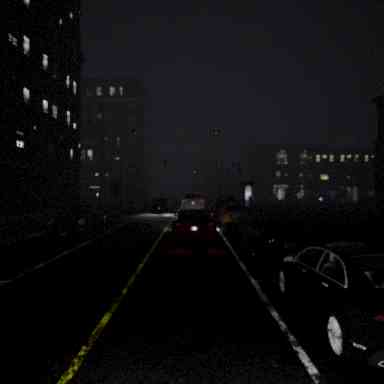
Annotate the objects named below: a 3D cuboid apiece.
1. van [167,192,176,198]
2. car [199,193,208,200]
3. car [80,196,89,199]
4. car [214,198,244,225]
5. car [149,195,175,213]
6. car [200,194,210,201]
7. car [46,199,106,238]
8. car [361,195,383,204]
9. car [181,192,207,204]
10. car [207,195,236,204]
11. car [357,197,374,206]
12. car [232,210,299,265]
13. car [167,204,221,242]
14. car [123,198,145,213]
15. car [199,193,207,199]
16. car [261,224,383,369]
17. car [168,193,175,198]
[{"bbox_3d":[-5.705,0.842,88.371,1.690,1.788,3.998,0,0,0],"label":"van"},{"bbox_3d":[2.678,0.994,76.978,1.967,1.590,4.097,0,0,0],"label":"car"},{"bbox_3d":[-17.280,0.963,47.560,5.009,1.841,2.192,0,0,0],"label":"car"},{"bbox_3d":[2.687,1.383,22.421,1.752,1.417,4.829,0,0,0],"label":"car"},{"bbox_3d":[-3.065,1.297,33.263,1.837,1.490,4.892,0,0,0],"label":"car"},{"bbox_3d":[2.679,1.131,71.282,2.008,1.369,4.403,0,0,0],"label":"car"},{"bbox_3d":[-5.693,1.334,16.711,1.967,1.590,4.097,0,0,0],"label":"car"},{"bbox_3d":[31.436,1.320,56.296,4.829,1.417,1.752,0,0,0],"label":"car"},{"bbox_3d":[0.097,1.017,32.319,2.150,2.045,5.566,0,0,0],"label":"car"},{"bbox_3d":[2.686,1.139,27.790,2.192,1.841,5.009,0,0,0],"label":"car"},{"bbox_3d":[26.144,1.368,47.825,4.507,1.381,1.887,0,0,0],"label":"car"},{"bbox_3d":[2.688,1.495,11.172,1.947,1.339,4.313,0,0,0],"label":"car"},{"bbox_3d":[0.098,1.464,15.657,1.994,1.385,4.181,0,0,0],"label":"car"},{"bbox_3d":[-5.696,1.316,33.160,1.752,1.417,4.829,0,0,0],"label":"car"},{"bbox_3d":[2.677,0.967,82.674,1.967,1.590,4.097,0,0,0],"label":"car"},{"bbox_3d":[2.689,1.514,5.633,2.008,1.369,4.403,0,0,0],"label":"car"},{"bbox_3d":[-5.706,1.059,94.069,1.802,1.307,4.206,0,0,0],"label":"car"}]
